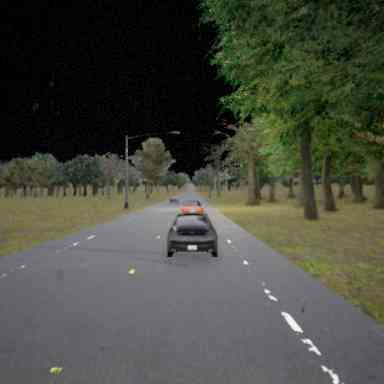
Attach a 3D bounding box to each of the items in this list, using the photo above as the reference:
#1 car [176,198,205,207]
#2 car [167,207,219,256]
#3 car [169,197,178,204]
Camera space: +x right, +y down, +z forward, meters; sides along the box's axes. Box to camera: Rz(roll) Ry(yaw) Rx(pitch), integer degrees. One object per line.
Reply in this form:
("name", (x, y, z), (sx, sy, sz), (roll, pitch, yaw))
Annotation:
("car", (0.035, 1.491, 28.408), (2.097, 1.767, 4.553), (0, 0, 0))
("car", (0.027, 1.592, 13.499), (1.837, 1.490, 4.892), (0, 0, 0))
("car", (-3.484, 1.656, 64.528), (1.895, 1.301, 4.718), (0, 0, 1))
